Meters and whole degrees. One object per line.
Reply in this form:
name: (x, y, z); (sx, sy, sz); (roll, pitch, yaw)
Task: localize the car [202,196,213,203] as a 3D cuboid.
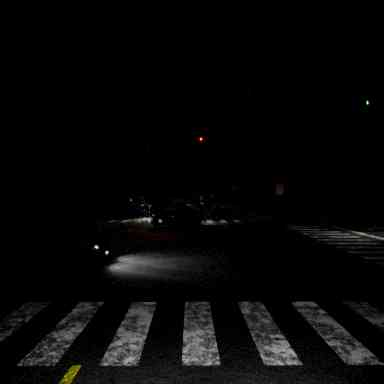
car: (3.084, 1.551, 67.336); (2.008, 1.369, 4.403); (0, 0, 0)

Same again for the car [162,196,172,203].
car: (-5.406, 1.543, 73.049); (1.887, 1.381, 4.507); (0, 0, 0)

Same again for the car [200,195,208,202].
car: (2.843, 1.453, 79.507); (1.801, 1.575, 5.366); (0, 0, 0)

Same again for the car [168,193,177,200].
car: (-5.299, 1.307, 90.055); (2.192, 1.841, 5.009); (0, 0, 0)

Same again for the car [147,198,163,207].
car: (-5.548, 1.585, 50.377); (1.802, 1.307, 4.206); (0, 0, 0)

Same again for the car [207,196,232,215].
car: (2.871, 1.442, 33.321); (1.967, 1.590, 4.097); (0, 0, 0)

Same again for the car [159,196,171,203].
car: (-5.441, 1.567, 67.382); (1.947, 1.339, 4.313); (0, 0, 0)

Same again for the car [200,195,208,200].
car: (3.226, 1.558, 90.013); (1.947, 1.339, 4.313); (0, 0, 0)

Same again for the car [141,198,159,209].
car: (-5.583, 1.569, 44.709); (1.947, 1.339, 4.313); (0, 0, 0)

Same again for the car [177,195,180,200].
car: (-2.840, 1.481, 42.009); (1.882, 1.535, 5.008); (0, 0, 1)

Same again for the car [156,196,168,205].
car: (-5.478, 1.527, 61.543); (1.752, 1.417, 4.829); (0, 0, 0)

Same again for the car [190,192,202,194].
car: (0.459, 1.224, 73.961); (2.150, 2.045, 5.566); (0, 0, 0)

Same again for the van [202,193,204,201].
van: (3.013, 1.344, 55.998); (1.690, 1.788, 3.998); (0, 0, 0)

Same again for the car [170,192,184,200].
car: (-2.772, 1.225, 52.136); (2.150, 2.045, 5.566); (0, 0, 1)

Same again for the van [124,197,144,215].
van: (-5.654, 1.343, 33.372); (1.690, 1.788, 3.998); (0, 0, 0)

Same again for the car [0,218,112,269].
car: (-5.390, 1.545, 10.615); (5.357, 1.411, 2.033); (0, 0, 0)

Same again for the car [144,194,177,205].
car: (-2.944, 1.354, 32.071); (2.097, 1.767, 4.553); (0, 0, 2)

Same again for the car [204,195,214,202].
car: (2.942, 1.443, 44.659); (1.967, 1.590, 4.097); (0, 0, 0)

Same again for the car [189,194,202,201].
car: (0.471, 1.566, 60.664); (1.994, 1.385, 4.181); (0, 0, 1)

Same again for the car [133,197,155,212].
car: (-5.619, 1.443, 39.041); (1.967, 1.590, 4.097); (0, 0, 0)

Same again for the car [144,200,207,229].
car: (-0.912, 1.526, 21.837); (1.812, 1.442, 4.674); (1, 0, 25)

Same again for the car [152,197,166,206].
car: (-5.512, 1.569, 56.045); (1.947, 1.339, 4.313); (0, 0, 0)

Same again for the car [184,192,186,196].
car: (-2.666, 1.354, 62.362); (2.097, 1.767, 4.553); (0, 0, 1)
